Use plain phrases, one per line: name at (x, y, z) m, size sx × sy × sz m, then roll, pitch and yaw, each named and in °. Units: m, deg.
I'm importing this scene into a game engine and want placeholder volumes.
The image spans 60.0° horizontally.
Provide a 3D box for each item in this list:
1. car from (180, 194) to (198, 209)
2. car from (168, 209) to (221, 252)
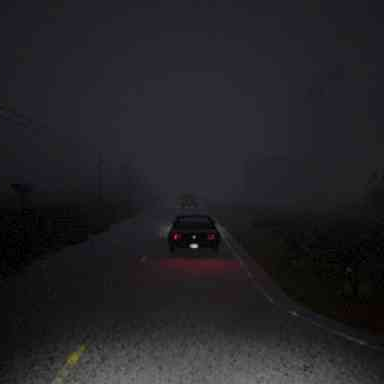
car at (-0.349, 1.231, 43.720) m, size 2.150 × 2.045 × 5.566 m, roll 0°, pitch 0°, yaw -1°
car at (0.075, 1.619, 13.980) m, size 1.895 × 1.301 × 4.718 m, roll 0°, pitch 0°, yaw 0°
